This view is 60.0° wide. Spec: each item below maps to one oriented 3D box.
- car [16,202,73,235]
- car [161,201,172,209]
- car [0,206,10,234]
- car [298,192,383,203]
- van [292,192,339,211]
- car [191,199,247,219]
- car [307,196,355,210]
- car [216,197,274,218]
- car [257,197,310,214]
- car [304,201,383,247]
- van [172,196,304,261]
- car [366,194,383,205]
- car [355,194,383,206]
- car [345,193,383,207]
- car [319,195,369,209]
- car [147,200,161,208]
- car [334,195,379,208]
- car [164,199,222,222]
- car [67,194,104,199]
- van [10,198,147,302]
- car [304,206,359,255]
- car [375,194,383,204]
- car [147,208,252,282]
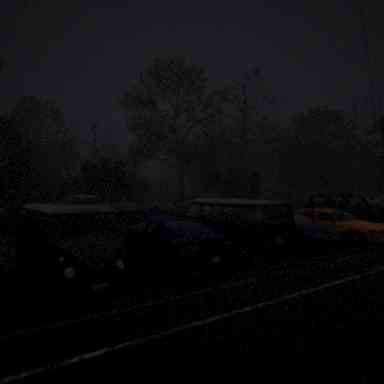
[{"bbox_3d":[-9.069,1.479,20.175,2.231,1.521,4.892,-1,0,-36],"label":"car"},{"bbox_3d":[-2.304,1.395,25.028,2.097,1.535,5.008,-1,0,-36],"label":"car"},{"bbox_3d":[-11.329,1.503,18.560,2.097,1.535,5.008,-1,0,-36],"label":"car"},{"bbox_3d":[8.287,1.105,16.480,2.435,2.045,5.566,-1,0,-36],"label":"car"},{"bbox_3d":[13.432,0.977,36.417,1.878,1.987,4.442,-1,0,-36],"label":"van"},{"bbox_3d":[2.198,1.369,28.276,2.163,1.488,4.792,-1,0,-36],"label":"car"},{"bbox_3d":[15.761,1.215,37.935,2.002,1.452,4.674,-1,0,-36],"label":"car"},{"bbox_3d":[4.580,1.309,29.715,1.946,1.575,5.366,-1,0,-36],"label":"car"},{"bbox_3d":[9.005,1.287,33.072,2.163,1.488,4.792,-1,0,-36],"label":"car"},{"bbox_3d":[6.100,1.382,14.723,1.946,1.575,5.366,-1,0,-36],"label":"car"},{"bbox_3d":[1.362,1.214,11.706,1.878,1.987,4.442,-1,0,-36],"label":"van"},{"bbox_3d":[27.051,1.043,46.006,2.231,1.521,4.892,-1,0,-36],"label":"car"},{"bbox_3d":[24.787,1.068,44.401,2.097,1.535,5.008,-1,0,-36],"label":"car"},{"bbox_3d":[22.514,0.969,42.807,2.185,1.767,4.553,-1,0,-36],"label":"car"},{"bbox_3d":[18.021,1.148,39.549,2.097,1.535,5.008,-1,0,-36],"label":"car"},{"bbox_3d":[-4.562,1.422,23.413,2.097,1.535,5.008,-1,0,-36],"label":"car"},{"bbox_3d":[20.277,1.161,41.166,2.002,1.452,4.674,-1,0,-36],"label":"car"},{"bbox_3d":[-0.047,1.369,26.643,2.231,1.521,4.892,-1,0,-36],"label":"car"},{"bbox_3d":[-6.802,1.199,21.769,2.435,2.045,5.566,-1,0,-36],"label":"car"},{"bbox_3d":[-3.065,1.269,8.253,1.878,1.987,4.442,-1,0,-36],"label":"van"},{"bbox_3d":[3.711,1.452,13.246,2.002,1.452,4.674,-1,0,-36],"label":"car"},{"bbox_3d":[29.288,1.046,47.648,2.163,1.488,4.792,-1,0,-36],"label":"car"},{"bbox_3d":[-0.845,1.468,9.978,2.097,1.535,5.008,-1,0,-36],"label":"car"}]
